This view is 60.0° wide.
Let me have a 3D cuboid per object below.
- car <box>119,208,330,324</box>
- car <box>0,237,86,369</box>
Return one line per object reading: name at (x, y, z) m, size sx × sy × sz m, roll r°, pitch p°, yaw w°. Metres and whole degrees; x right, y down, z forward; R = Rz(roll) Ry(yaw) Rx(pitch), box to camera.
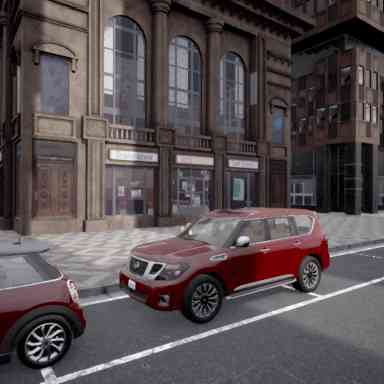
car at (0.985, 1.316, 7.341) m, size 5.009 × 1.841 × 2.192 m, roll 0°, pitch 0°, yaw -35°
car at (-3.579, 1.440, 4.093) m, size 4.097 × 1.590 × 1.967 m, roll 0°, pitch 0°, yaw -35°
